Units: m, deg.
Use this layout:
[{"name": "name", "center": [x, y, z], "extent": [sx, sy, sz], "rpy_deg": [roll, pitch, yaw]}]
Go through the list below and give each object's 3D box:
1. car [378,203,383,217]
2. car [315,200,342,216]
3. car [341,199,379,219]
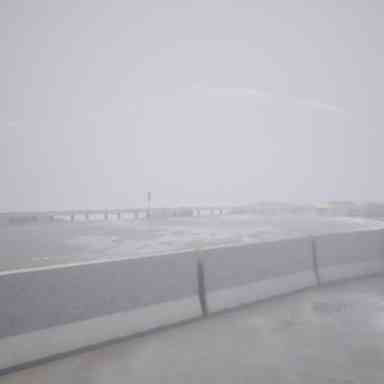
[{"name": "car", "center": [17.409, 1.560, 25.892], "extent": [5.357, 1.411, 2.033], "rpy_deg": [0, 0, -25]}, {"name": "car", "center": [14.140, 1.477, 32.042], "extent": [5.008, 1.535, 1.882], "rpy_deg": [0, 0, -25]}, {"name": "car", "center": [15.426, 1.569, 28.766], "extent": [4.181, 1.385, 1.994], "rpy_deg": [0, 0, -25]}]
